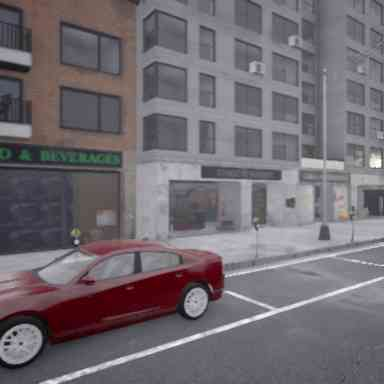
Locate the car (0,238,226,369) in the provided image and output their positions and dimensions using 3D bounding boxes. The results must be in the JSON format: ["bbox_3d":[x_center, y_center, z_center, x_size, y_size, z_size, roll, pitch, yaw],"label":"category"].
[{"bbox_3d":[-1.458,1.541,5.724,4.507,1.381,1.887,0,0,-36],"label":"car"}]
